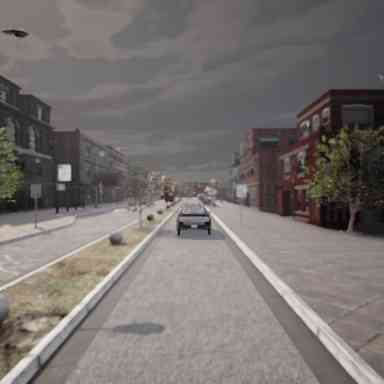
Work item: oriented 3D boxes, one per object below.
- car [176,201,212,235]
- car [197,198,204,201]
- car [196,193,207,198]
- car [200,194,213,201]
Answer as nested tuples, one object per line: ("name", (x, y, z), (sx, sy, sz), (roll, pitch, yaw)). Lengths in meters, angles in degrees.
("car", (0.104, 1.515, 19.155), (2.128, 1.511, 4.902), (0, 0, 0))
("car", (0.101, 1.668, 37.596), (1.895, 1.301, 4.718), (0, 0, 0))
("car", (3.016, 1.339, 86.721), (2.435, 2.045, 5.566), (0, 0, 0))
("car", (3.009, 1.585, 59.075), (2.231, 1.521, 4.892), (0, 0, 0))
